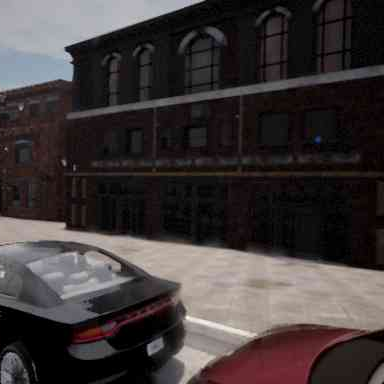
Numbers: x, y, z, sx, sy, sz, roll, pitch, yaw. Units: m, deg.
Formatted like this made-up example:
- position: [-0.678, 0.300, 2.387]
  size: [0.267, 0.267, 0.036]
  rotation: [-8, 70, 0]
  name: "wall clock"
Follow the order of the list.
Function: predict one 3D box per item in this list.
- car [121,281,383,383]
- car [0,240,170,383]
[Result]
- position: [2.094, 1.509, 1.791]
  size: [4.792, 1.488, 2.163]
  rotation: [0, 0, 36]
  name: "car"
- position: [-2.423, 1.471, 4.917]
  size: [5.008, 1.535, 2.097]
  rotation: [0, 0, 35]
  name: "car"
